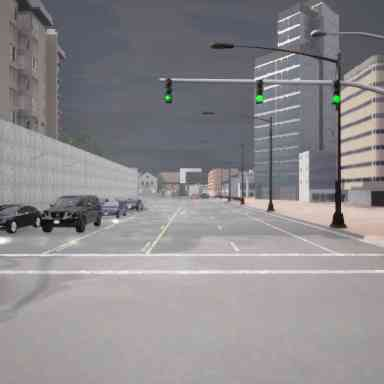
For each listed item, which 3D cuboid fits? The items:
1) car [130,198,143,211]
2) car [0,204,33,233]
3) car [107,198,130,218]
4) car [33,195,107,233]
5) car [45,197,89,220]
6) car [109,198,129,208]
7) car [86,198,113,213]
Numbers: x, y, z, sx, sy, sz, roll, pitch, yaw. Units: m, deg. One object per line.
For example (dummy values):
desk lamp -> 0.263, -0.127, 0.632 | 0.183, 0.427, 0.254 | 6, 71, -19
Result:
car -> -7.102, 1.491, 40.199 | 2.128, 1.511, 4.902 | 0, 0, 0
car -> -10.606, 1.505, 19.585 | 1.837, 1.490, 4.892 | 0, 0, 0
car -> -7.107, 1.525, 29.856 | 1.812, 1.442, 4.674 | 0, 0, 0
car -> -7.102, 1.221, 20.216 | 2.150, 2.045, 5.566 | 0, 0, 0
car -> -10.608, 1.352, 28.652 | 2.097, 1.767, 4.553 | 0, 0, 0
car -> -10.570, 1.600, 48.530 | 1.895, 1.301, 4.718 | 0, 0, 0
car -> -10.605, 1.504, 38.470 | 1.837, 1.490, 4.892 | 0, 0, 0
